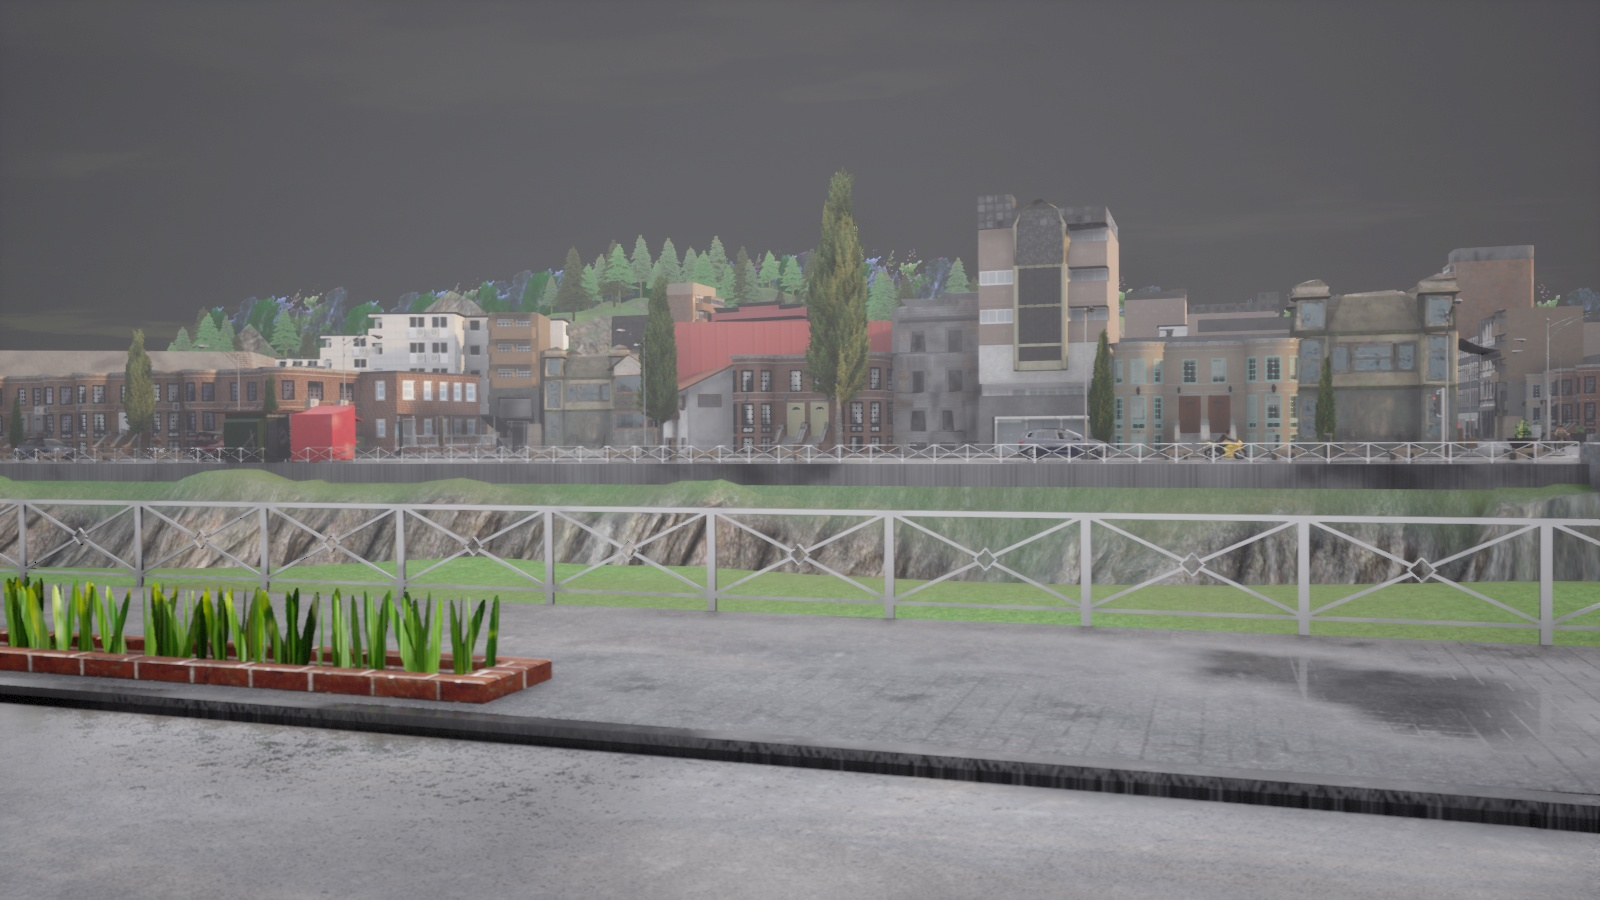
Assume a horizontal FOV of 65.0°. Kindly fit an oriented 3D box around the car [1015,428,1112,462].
[{"bbox_3d":[13.491,-0.270,64.295,4.611,1.667,2.242,0,1,19],"label":"car"}]

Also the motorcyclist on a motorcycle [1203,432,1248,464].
[{"bbox_3d":[20.928,-0.100,61.795,2.044,1.523,0.797,0,1,19],"label":"motorcyclist on a motorcycle"}]

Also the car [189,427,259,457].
[{"bbox_3d":[-37.346,-0.535,81.381,3.866,1.878,1.905,0,1,19],"label":"car"}]
